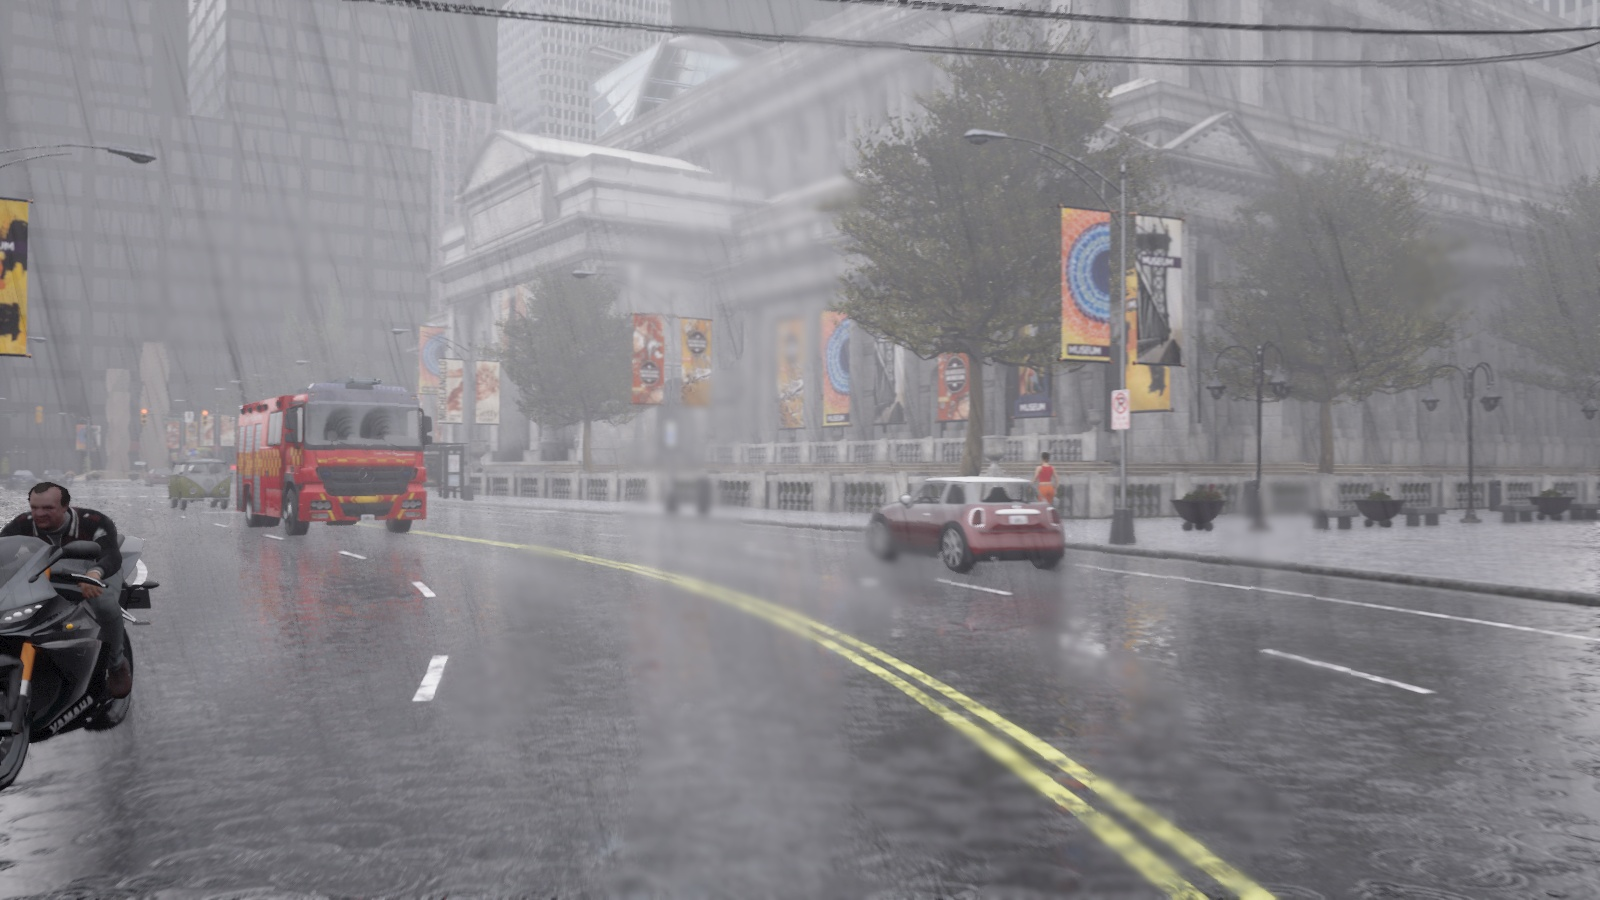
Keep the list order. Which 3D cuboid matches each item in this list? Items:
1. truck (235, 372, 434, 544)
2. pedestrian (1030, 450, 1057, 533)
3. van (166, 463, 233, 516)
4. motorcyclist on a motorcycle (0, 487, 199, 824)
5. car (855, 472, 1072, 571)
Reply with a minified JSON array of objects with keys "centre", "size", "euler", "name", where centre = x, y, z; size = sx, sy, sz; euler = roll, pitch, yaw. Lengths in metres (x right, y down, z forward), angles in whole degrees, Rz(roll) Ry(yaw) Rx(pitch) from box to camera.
[{"centre":[-12.148,0.249,32.207],"size":[2.891,3.827,8.468],"euler":[0,-1,-34],"name":"truck"},{"centre":[5.445,0.915,28.109],"size":[0.345,1.836,0.594],"euler":[0,-1,-16],"name":"pedestrian"},{"centre":[-23.748,1.514,49.568],"size":[1.775,1.987,4.442],"euler":[0,-1,-34],"name":"van"},{"centre":[-4.067,0.985,6.865],"size":[0.866,1.530,2.191],"euler":[0,-1,-11],"name":"motorcyclist on a motorcycle"},{"centre":[2.607,1.119,20.990],"size":[1.970,1.475,3.806],"euler":[0,-1,-22],"name":"car"}]
